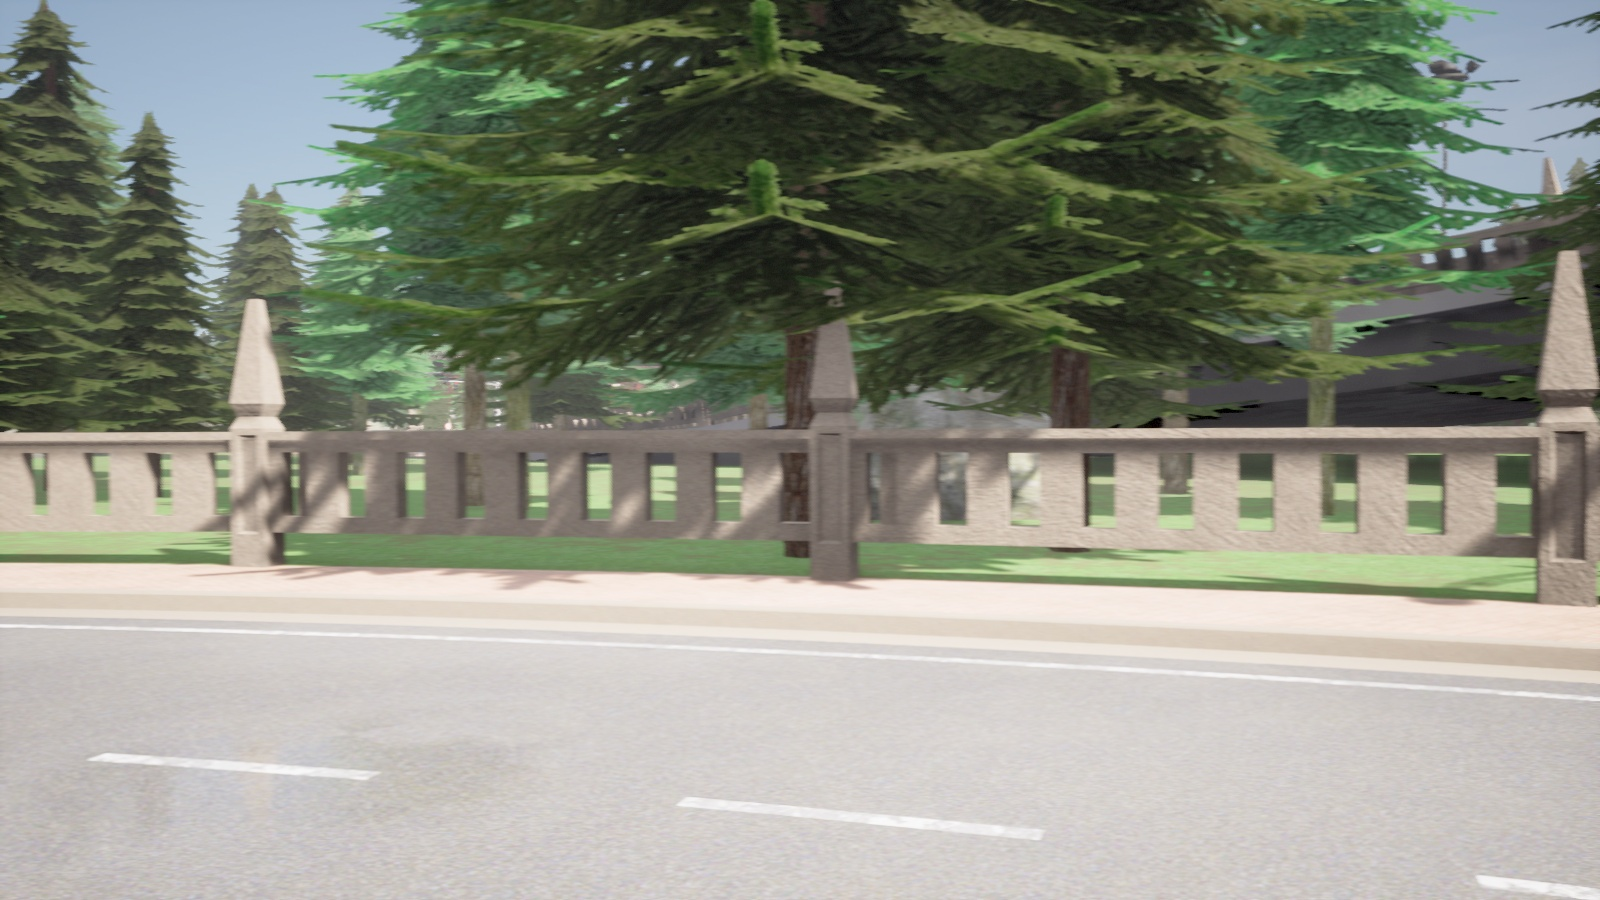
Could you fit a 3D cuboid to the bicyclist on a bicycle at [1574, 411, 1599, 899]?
[{"bbox_3d":[2.397,0.730,2.324,1.509,1.612,0.866,1,2,22],"label":"bicyclist on a bicycle"}]
